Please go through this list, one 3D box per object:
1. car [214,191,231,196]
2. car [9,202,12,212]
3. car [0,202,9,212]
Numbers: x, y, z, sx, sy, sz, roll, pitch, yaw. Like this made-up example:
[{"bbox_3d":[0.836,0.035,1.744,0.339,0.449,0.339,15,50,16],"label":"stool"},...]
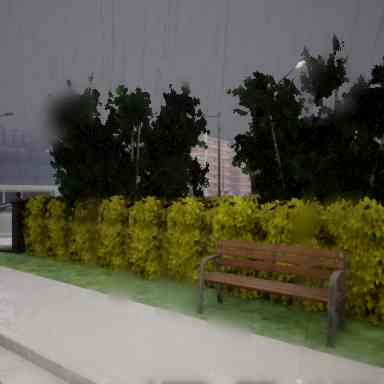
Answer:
[{"bbox_3d":[6.132,0.572,68.099,2.097,1.767,4.553,0,1,35],"label":"car"},{"bbox_3d":[-16.604,1.480,35.837,1.812,1.442,4.674,0,0,35],"label":"car"},{"bbox_3d":[-19.742,1.520,37.456,1.994,1.385,4.181,0,0,35],"label":"car"}]
